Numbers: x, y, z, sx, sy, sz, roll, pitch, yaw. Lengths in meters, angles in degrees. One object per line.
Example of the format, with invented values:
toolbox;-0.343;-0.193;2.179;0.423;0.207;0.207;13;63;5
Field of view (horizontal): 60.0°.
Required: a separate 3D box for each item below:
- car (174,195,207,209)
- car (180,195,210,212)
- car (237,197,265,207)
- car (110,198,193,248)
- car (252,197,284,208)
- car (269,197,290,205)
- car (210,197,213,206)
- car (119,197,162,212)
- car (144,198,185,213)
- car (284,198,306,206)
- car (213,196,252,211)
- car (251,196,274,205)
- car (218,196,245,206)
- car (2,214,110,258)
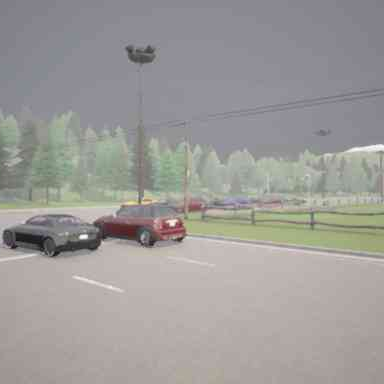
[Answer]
car;-0.133;1.324;46.513;2.097;1.767;4.553;0;0;40
car;-0.526;1.329;35.112;2.097;1.767;4.553;0;0;39
car;9.288;1.500;52.284;2.128;1.511;4.902;0;0;40
car;-2.492;1.334;15.043;4.553;1.767;2.097;0;0;38
car;11.300;1.497;49.238;1.882;1.535;5.008;0;0;40
car;15.739;1.595;59.921;1.994;1.385;4.181;0;0;41
car;2.881;1.478;44.663;2.128;1.511;4.902;0;0;40
car;-6.037;1.429;39.435;1.882;1.535;5.008;0;0;39
car;-3.038;1.491;37.539;1.812;1.442;4.674;0;0;41
car;17.780;1.643;56.920;1.895;1.301;4.718;0;0;41
car;5.195;1.475;41.977;1.882;1.535;5.008;0;0;40
car;13.281;1.567;62.415;2.033;1.411;5.357;0;0;40
car;6.538;1.473;54.449;1.882;1.535;5.008;0;0;40
car;-5.449;1.534;12.817;4.181;1.385;1.994;0;0;35
